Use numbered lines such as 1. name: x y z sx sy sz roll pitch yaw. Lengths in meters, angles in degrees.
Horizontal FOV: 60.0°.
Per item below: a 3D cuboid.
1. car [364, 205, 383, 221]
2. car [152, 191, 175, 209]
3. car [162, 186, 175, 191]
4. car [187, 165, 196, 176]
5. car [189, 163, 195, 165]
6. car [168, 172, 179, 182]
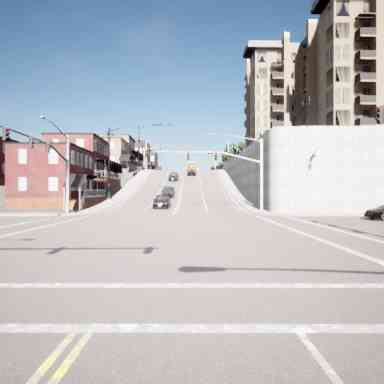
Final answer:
1. car: 16.099 1.560 26.531 4.181 1.385 1.994 0 0 -1
2. car: -3.633 1.115 40.264 2.128 1.511 4.902 0 4 0
3. car: -3.637 -0.072 50.653 2.033 1.411 5.357 0 9 0
4. car: -0.079 -4.362 71.524 1.895 1.301 4.718 0 12 0
5. car: -0.090 -6.284 81.392 2.097 1.767 4.553 0 5 0
6. car: -3.607 -3.011 64.812 2.128 1.511 4.902 0 12 0
